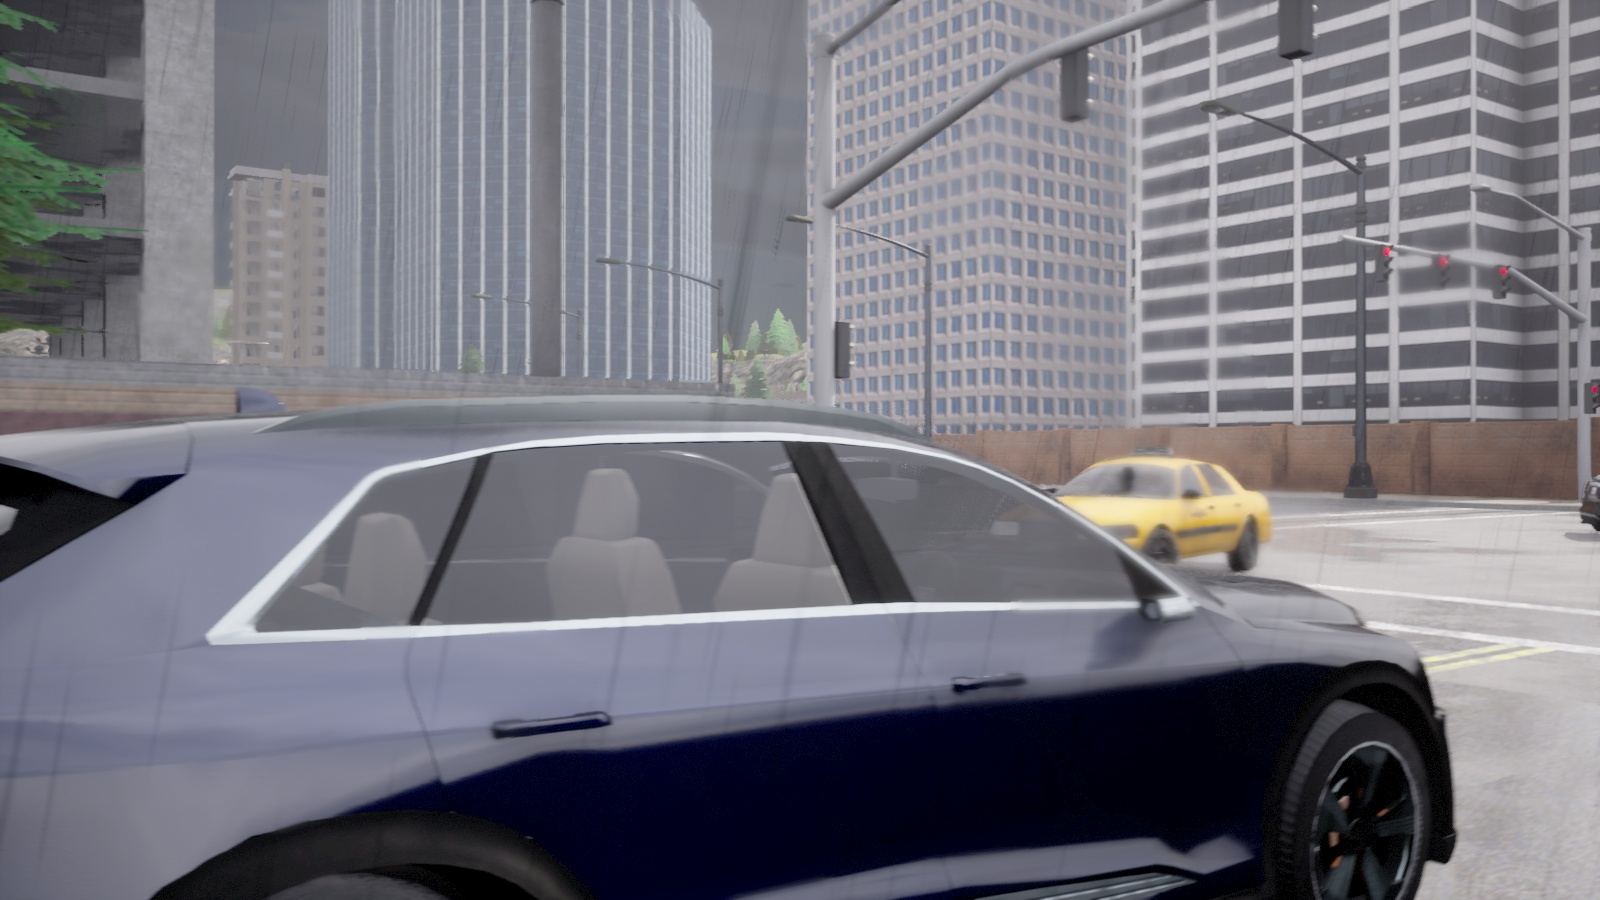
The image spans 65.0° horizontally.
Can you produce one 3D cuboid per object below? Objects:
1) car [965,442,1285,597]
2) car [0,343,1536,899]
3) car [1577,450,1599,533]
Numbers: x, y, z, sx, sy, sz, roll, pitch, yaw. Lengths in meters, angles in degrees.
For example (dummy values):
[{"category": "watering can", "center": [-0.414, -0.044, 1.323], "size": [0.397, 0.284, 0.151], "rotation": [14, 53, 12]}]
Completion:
[{"category": "car", "center": [4.189, 0.713, 15.423], "size": [1.801, 1.575, 5.366], "rotation": [0, 0, 38]}, {"category": "car", "center": [-0.180, 0.684, 3.533], "size": [4.856, 1.649, 2.033], "rotation": [0, 0, -35]}, {"category": "car", "center": [16.209, 0.731, 22.282], "size": [3.806, 1.475, 1.970], "rotation": [0, 0, 21]}]
